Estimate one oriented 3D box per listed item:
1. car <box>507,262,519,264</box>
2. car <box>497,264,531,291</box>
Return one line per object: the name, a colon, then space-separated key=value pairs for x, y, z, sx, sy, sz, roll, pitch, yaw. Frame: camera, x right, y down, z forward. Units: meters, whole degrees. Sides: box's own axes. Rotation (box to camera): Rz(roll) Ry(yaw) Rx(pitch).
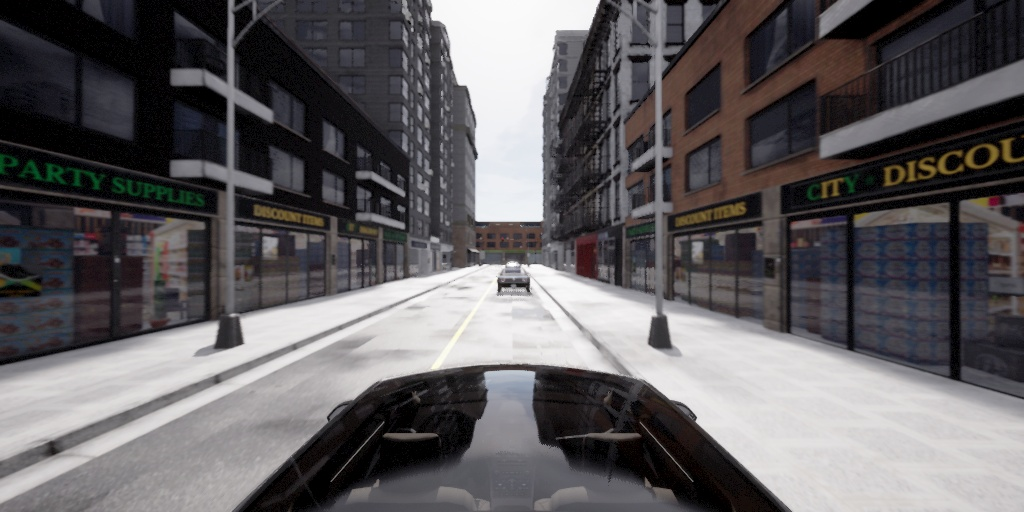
car: x=0.091 y=1.346 z=40.488 sx=2.033 sy=1.411 sz=5.357 roll=0 pitch=0 yaw=0
car: x=0.094 y=1.364 z=21.797 sx=1.895 sy=1.301 sz=4.718 roll=0 pitch=0 yaw=0
